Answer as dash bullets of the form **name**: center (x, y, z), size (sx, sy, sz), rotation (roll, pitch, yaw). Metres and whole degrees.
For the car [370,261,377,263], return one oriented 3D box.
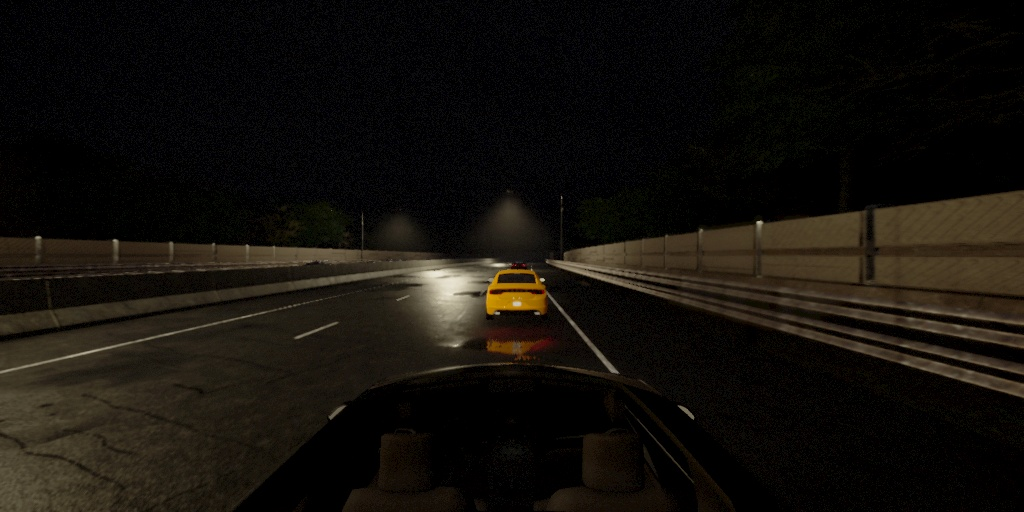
- **car**: center (-19.991, 1.320, 51.282), size (1.895, 1.301, 4.718), rotation (0, 0, 3)

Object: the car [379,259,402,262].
- **car**: center (-16.535, 1.215, 50.331), size (2.128, 1.511, 4.902), rotation (0, 0, 3)

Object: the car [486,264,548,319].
- **car**: center (0.171, 1.217, 12.732), size (1.882, 1.535, 5.008), rotation (0, 0, 1)

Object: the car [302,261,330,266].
- **car**: center (-23.800, 1.269, 43.639), size (1.994, 1.385, 4.181), rotation (0, 0, 2)

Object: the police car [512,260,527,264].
- **police car**: center (0.897, 1.249, 43.744), size (2.038, 1.542, 4.974), rotation (0, 0, 2)
